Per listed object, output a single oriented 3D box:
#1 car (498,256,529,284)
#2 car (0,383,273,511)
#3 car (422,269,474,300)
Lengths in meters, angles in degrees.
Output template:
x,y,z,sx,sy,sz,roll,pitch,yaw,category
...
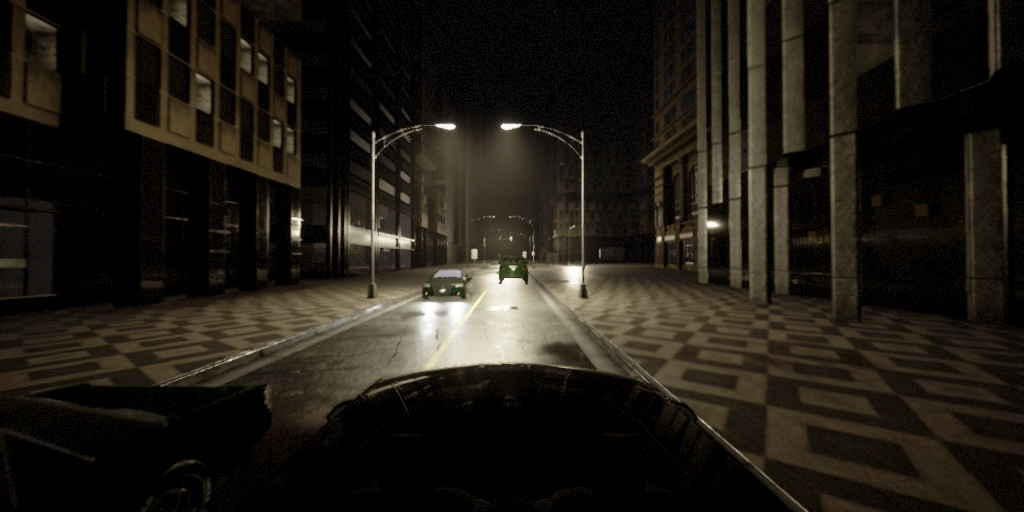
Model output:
x,y,z,sx,sy,sz,roll,pitch,yaw,category
0.105,0.989,27.625,2.150,2.045,5.566,0,0,0,car
-3.078,1.351,0.958,1.895,1.301,4.718,0,0,0,car
-3.023,1.324,17.642,1.994,1.385,4.181,0,0,0,car
